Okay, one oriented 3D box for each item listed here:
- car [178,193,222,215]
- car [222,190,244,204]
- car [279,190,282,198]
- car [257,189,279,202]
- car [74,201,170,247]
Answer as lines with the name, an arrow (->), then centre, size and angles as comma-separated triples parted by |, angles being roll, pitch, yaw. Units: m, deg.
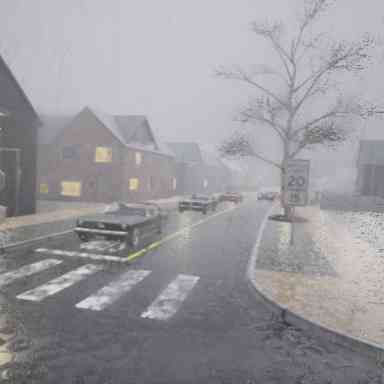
car -> 0.541, 0.767, 23.400 | 1.895, 1.301, 4.718 | 4, 2, 16
car -> 4.316, 0.503, 35.963 | 1.895, 1.301, 4.718 | 4, 2, 18
car -> 12.956, 0.247, 52.246 | 1.882, 1.535, 5.008 | 4, 2, 21
car -> 9.630, 0.546, 42.679 | 1.895, 1.301, 4.718 | 4, 2, 19
car -> -2.301, 1.029, 12.258 | 1.895, 1.301, 4.718 | 4, 2, 12
